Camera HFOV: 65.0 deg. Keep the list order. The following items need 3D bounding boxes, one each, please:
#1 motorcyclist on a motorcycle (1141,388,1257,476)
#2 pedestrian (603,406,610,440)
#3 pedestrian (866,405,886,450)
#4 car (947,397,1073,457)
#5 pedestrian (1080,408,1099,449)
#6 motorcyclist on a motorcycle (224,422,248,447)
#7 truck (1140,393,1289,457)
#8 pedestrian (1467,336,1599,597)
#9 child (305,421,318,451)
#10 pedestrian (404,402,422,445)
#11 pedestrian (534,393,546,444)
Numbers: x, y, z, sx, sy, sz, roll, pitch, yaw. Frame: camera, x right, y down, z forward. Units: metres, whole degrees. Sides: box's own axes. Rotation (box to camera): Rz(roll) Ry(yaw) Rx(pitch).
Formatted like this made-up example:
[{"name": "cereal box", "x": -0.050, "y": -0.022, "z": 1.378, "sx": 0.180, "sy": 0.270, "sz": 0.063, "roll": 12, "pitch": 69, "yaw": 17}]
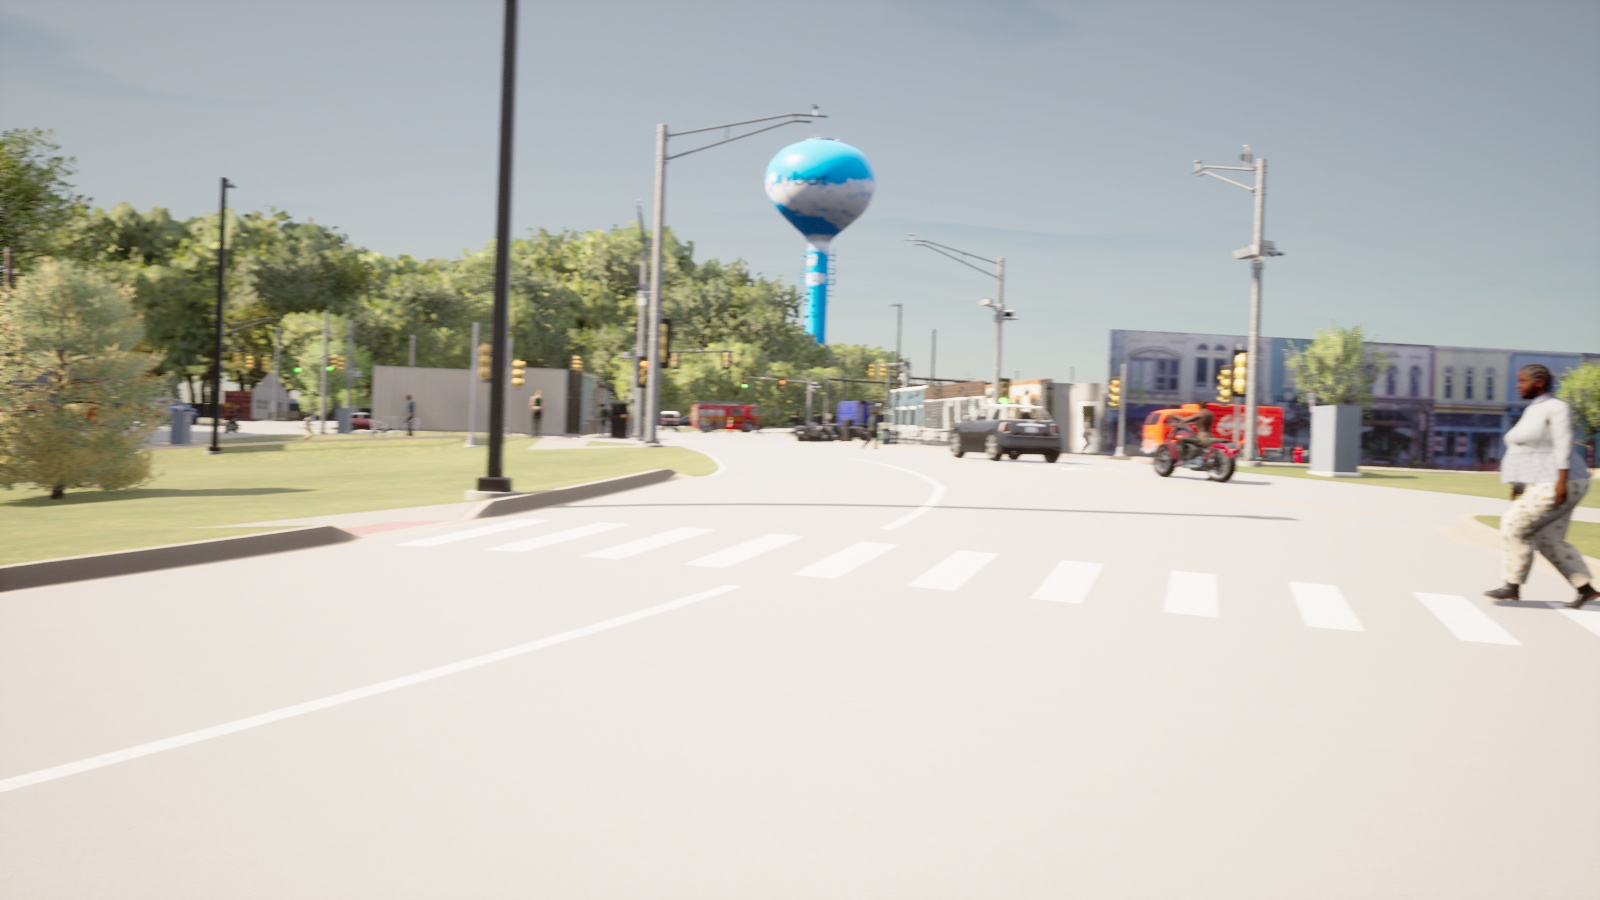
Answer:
[{"name": "motorcyclist on a motorcycle", "x": 7.819, "y": -0.371, "z": 24.738, "sx": 0.766, "sy": 1.649, "sz": 2.350, "roll": 0, "pitch": 2, "yaw": -24}, {"name": "pedestrian", "x": -10.563, "y": -1.481, "z": 68.599, "sx": 0.353, "sy": 1.847, "sz": 0.614, "roll": 1, "pitch": 0, "yaw": -7}, {"name": "pedestrian", "x": 3.361, "y": -0.994, "z": 55.778, "sx": 0.788, "sy": 1.949, "sz": 0.423, "roll": 1, "pitch": 0, "yaw": -9}, {"name": "car", "x": 5.513, "y": -0.617, "z": 33.442, "sx": 1.970, "sy": 1.475, "sz": 3.806, "roll": 1, "pitch": 1, "yaw": -14}, {"name": "pedestrian", "x": 13.243, "y": -0.975, "z": 57.419, "sx": 0.694, "sy": 1.848, "sz": 0.540, "roll": 1, "pitch": 0, "yaw": 1}, {"name": "motorcyclist on a motorcycle", "x": -39.505, "y": -1.082, "z": 87.987, "sx": 0.766, "sy": 1.649, "sz": 2.350, "roll": 1, "pitch": 2, "yaw": -4}, {"name": "truck", "x": 17.065, "y": -1.022, "z": 51.930, "sx": 5.204, "sy": 2.467, "sz": 2.627, "roll": 1, "pitch": 0, "yaw": -5}, {"name": "pedestrian", "x": 5.589, "y": 0.113, "z": 9.408, "sx": 0.900, "sy": 1.855, "sz": 0.874, "roll": 1, "pitch": 0, "yaw": 20}, {"name": "child", "x": -20.604, "y": -0.573, "z": 52.971, "sx": 0.437, "sy": 1.263, "sz": 0.270, "roll": 1, "pitch": 0, "yaw": -13}, {"name": "pedestrian", "x": -16.446, "y": -1.121, "z": 53.349, "sx": 0.726, "sy": 1.835, "sz": 0.370, "roll": 1, "pitch": 0, "yaw": -18}, {"name": "pedestrian", "x": -9.552, "y": -1.153, "z": 46.147, "sx": 0.345, "sy": 1.836, "sz": 0.594, "roll": 1, "pitch": 0, "yaw": -15}]
